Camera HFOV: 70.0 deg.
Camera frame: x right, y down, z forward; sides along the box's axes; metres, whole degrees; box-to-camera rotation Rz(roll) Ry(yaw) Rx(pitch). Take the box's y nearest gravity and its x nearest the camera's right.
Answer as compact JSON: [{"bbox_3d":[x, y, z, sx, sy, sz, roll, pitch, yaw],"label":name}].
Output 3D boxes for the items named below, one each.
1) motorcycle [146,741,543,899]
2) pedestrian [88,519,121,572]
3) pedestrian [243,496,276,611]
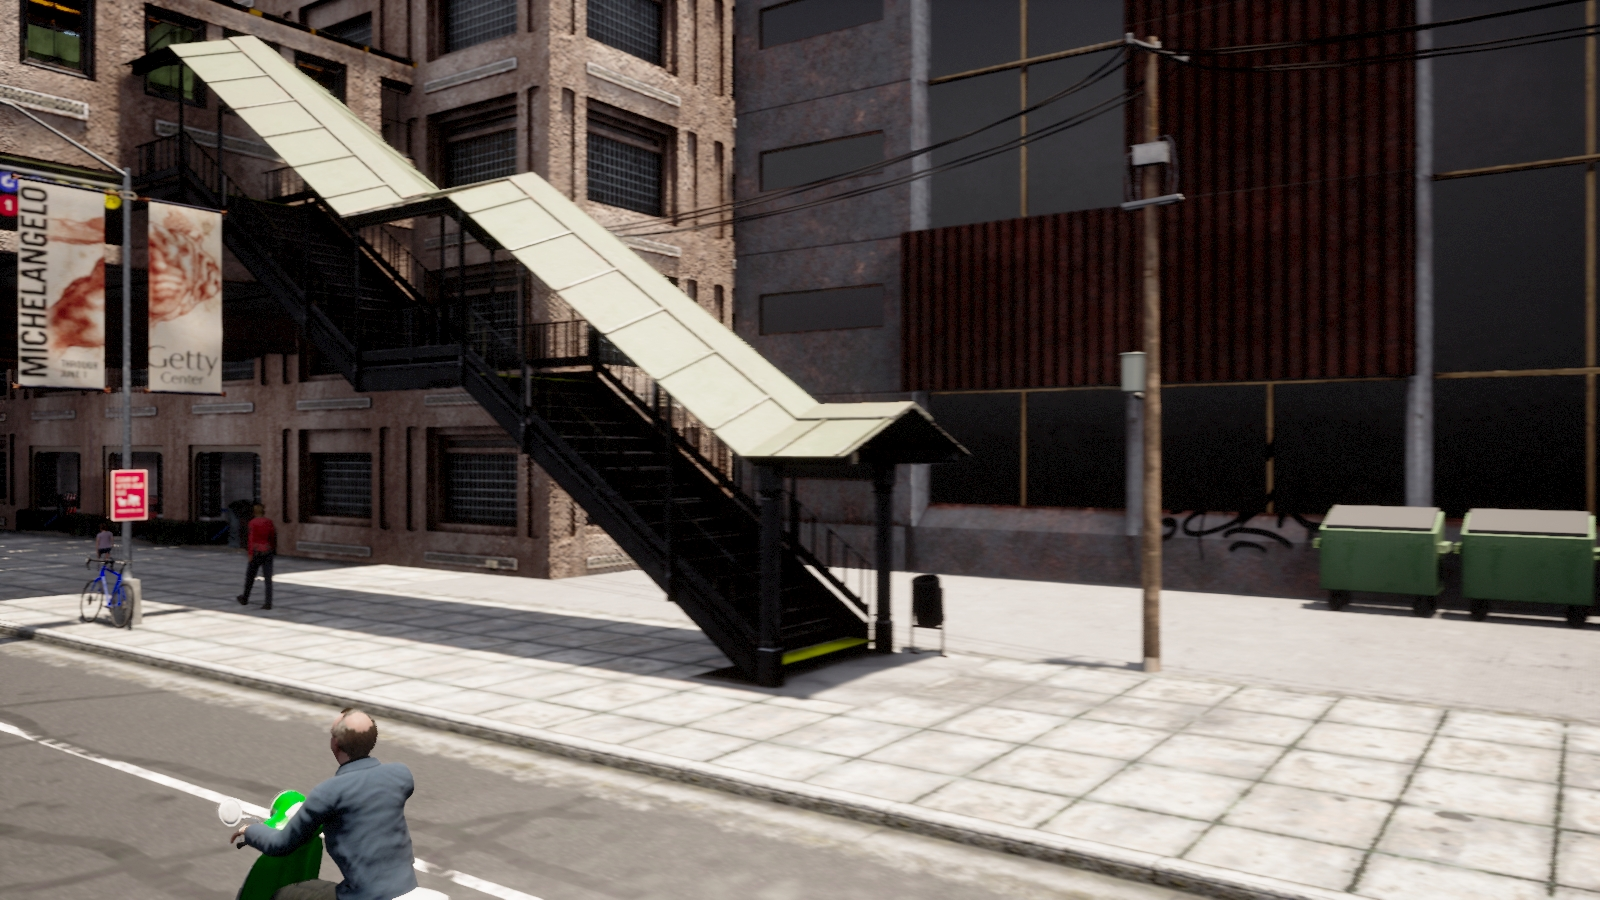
[{"bbox_3d":[-2.136,2.182,5.282,1.805,1.236,0.856,0,0,35],"label":"motorcycle"},{"bbox_3d":[-15.155,2.076,24.891,0.500,1.100,0.500,0,0,43],"label":"pedestrian"},{"bbox_3d":[-8.937,1.696,18.879,0.375,1.860,0.375,0,0,40],"label":"pedestrian"}]
